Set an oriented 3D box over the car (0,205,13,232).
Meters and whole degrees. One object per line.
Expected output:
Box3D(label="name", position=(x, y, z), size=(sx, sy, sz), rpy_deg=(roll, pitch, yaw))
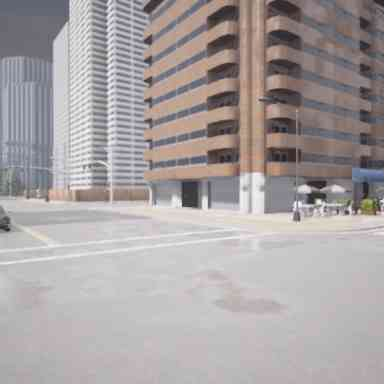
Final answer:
Box3D(label="car", position=(-11.882, 1.492, 19.528), size=(1.837, 1.490, 4.892), rpy_deg=(0, 0, -35))
